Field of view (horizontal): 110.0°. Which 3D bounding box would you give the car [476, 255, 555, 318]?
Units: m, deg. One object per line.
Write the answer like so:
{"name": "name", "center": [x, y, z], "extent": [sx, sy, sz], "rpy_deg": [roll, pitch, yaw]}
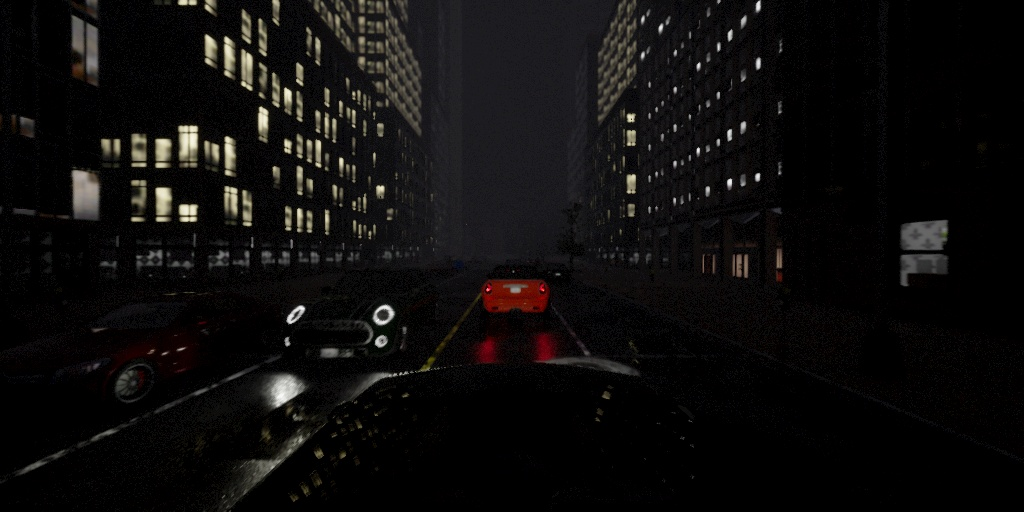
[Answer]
{"name": "car", "center": [0.104, 0.986, 12.541], "extent": [2.097, 1.767, 4.553], "rpy_deg": [0, 1, 0]}

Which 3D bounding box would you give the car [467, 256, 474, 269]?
{"name": "car", "center": [-5.672, 0.915, 40.204], "extent": [1.802, 1.307, 4.207], "rpy_deg": [0, 0, 0]}

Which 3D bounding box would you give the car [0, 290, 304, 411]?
{"name": "car", "center": [-5.689, 1.285, 6.051], "extent": [1.802, 1.307, 4.207], "rpy_deg": [0, 0, 0]}

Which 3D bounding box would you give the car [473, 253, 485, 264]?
{"name": "car", "center": [-5.664, 0.582, 57.279], "extent": [1.967, 1.591, 4.097], "rpy_deg": [0, 0, 0]}

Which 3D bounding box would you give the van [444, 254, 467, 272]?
{"name": "van", "center": [-5.675, 0.736, 34.512], "extent": [1.690, 1.789, 3.998], "rpy_deg": [0, 0, 0]}

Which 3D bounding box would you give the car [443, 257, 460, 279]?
{"name": "car", "center": [-5.678, 1.003, 28.820], "extent": [1.888, 1.381, 4.507], "rpy_deg": [0, 0, 0]}

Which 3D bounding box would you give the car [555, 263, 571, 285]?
{"name": "car", "center": [2.700, 1.087, 23.111], "extent": [1.948, 1.339, 4.313], "rpy_deg": [0, 0, 0]}

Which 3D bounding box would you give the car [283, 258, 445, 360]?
{"name": "car", "center": [-3.094, 1.031, 8.320], "extent": [2.097, 1.767, 4.553], "rpy_deg": [0, 1, 0]}
